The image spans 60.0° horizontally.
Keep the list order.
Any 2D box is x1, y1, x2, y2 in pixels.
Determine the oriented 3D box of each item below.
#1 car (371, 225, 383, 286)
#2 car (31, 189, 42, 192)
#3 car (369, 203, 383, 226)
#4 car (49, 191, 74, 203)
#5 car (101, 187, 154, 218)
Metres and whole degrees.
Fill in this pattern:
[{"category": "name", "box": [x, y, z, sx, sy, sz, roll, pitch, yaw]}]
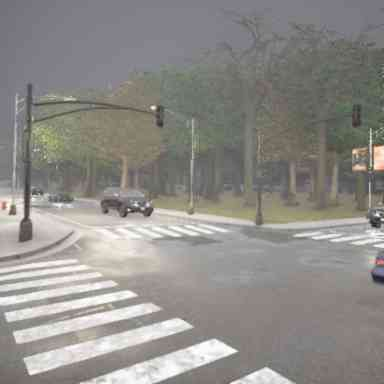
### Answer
[{"category": "car", "box": [6.419, 1.569, 8.015, 5.357, 1.411, 2.033, 0, 0, -35]}, {"category": "car", "box": [-24.736, -0.270, 52.117, 2.033, 1.411, 5.357, 2, 1, -36]}, {"category": "car", "box": [13.644, 1.284, 21.387, 5.566, 2.045, 2.150, 0, 0, -35]}, {"category": "car", "box": [-15.410, 0.552, 39.076, 1.994, 1.385, 4.181, 2, 1, -36]}, {"category": "car", "box": [-4.907, 0.701, 24.588, 2.150, 2.045, 5.566, 2, 1, -36]}]
